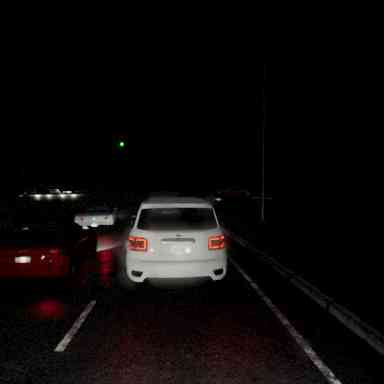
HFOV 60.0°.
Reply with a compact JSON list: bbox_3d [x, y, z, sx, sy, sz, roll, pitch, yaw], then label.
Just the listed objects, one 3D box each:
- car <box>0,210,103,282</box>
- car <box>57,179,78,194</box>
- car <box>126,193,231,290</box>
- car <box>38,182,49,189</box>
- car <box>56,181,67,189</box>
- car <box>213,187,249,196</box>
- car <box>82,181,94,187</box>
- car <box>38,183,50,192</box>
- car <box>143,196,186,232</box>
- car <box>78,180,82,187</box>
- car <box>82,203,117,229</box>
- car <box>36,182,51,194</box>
[{"bbox_3d":[-4.043,1.475,9.580,1.994,1.385,4.181,0,1,-5],"label":"car"},{"bbox_3d":[-20.066,-0.851,53.584,2.150,2.045,5.566,-1,3,-22],"label":"car"},{"bbox_3d":[-0.475,1.132,9.079,2.150,2.045,5.566,0,1,-4],"label":"car"},{"bbox_3d":[-31.496,-1.364,70.445,2.033,1.411,5.357,-1,3,-25],"label":"car"},{"bbox_3d":[-28.238,-1.491,71.734,1.882,1.535,5.008,-1,3,-25],"label":"car"},{"bbox_3d":[5.262,0.011,44.998,5.008,1.535,1.882,0,3,-22],"label":"car"},{"bbox_3d":[-25.716,-1.965,82.918,2.033,1.411,5.357,-1,3,-25],"label":"car"},{"bbox_3d":[-27.165,-0.901,61.028,2.033,1.411,5.357,-1,3,-24],"label":"car"},{"bbox_3d":[-1.712,1.130,18.972,2.128,1.511,4.902,0,2,-9],"label":"car"},{"bbox_3d":[-28.904,-2.208,81.459,2.150,2.045,5.566,-1,3,-25],"label":"car"},{"bbox_3d":[-5.182,1.260,18.563,1.895,1.301,4.718,0,2,-10],"label":"car"},{"bbox_3d":[-23.206,-0.518,52.040,1.882,1.535,5.008,-1,3,-23],"label":"car"}]
